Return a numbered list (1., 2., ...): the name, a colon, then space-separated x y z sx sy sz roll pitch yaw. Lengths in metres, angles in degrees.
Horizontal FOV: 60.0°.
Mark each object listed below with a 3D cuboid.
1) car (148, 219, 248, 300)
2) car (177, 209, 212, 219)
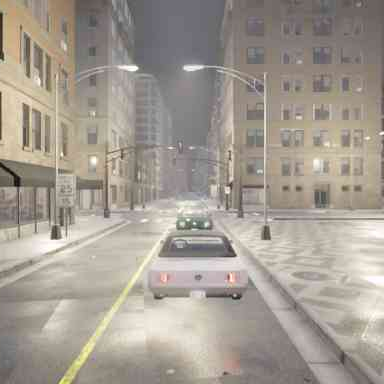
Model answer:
1. car: 0.115 1.600 8.354 1.895 1.301 4.718 0 0 0
2. car: 0.133 1.599 18.589 1.895 1.301 4.718 0 0 0
